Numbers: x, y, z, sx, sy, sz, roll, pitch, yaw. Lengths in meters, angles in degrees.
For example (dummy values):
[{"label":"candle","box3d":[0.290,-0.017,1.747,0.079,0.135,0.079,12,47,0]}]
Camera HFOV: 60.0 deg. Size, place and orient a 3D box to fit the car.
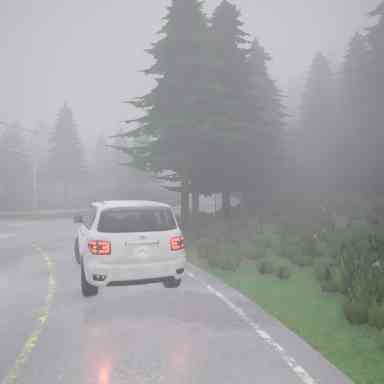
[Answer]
[{"label":"car","box3d":[-1.894,1.221,8.971,2.150,2.045,5.566,0,0,-20]}]
